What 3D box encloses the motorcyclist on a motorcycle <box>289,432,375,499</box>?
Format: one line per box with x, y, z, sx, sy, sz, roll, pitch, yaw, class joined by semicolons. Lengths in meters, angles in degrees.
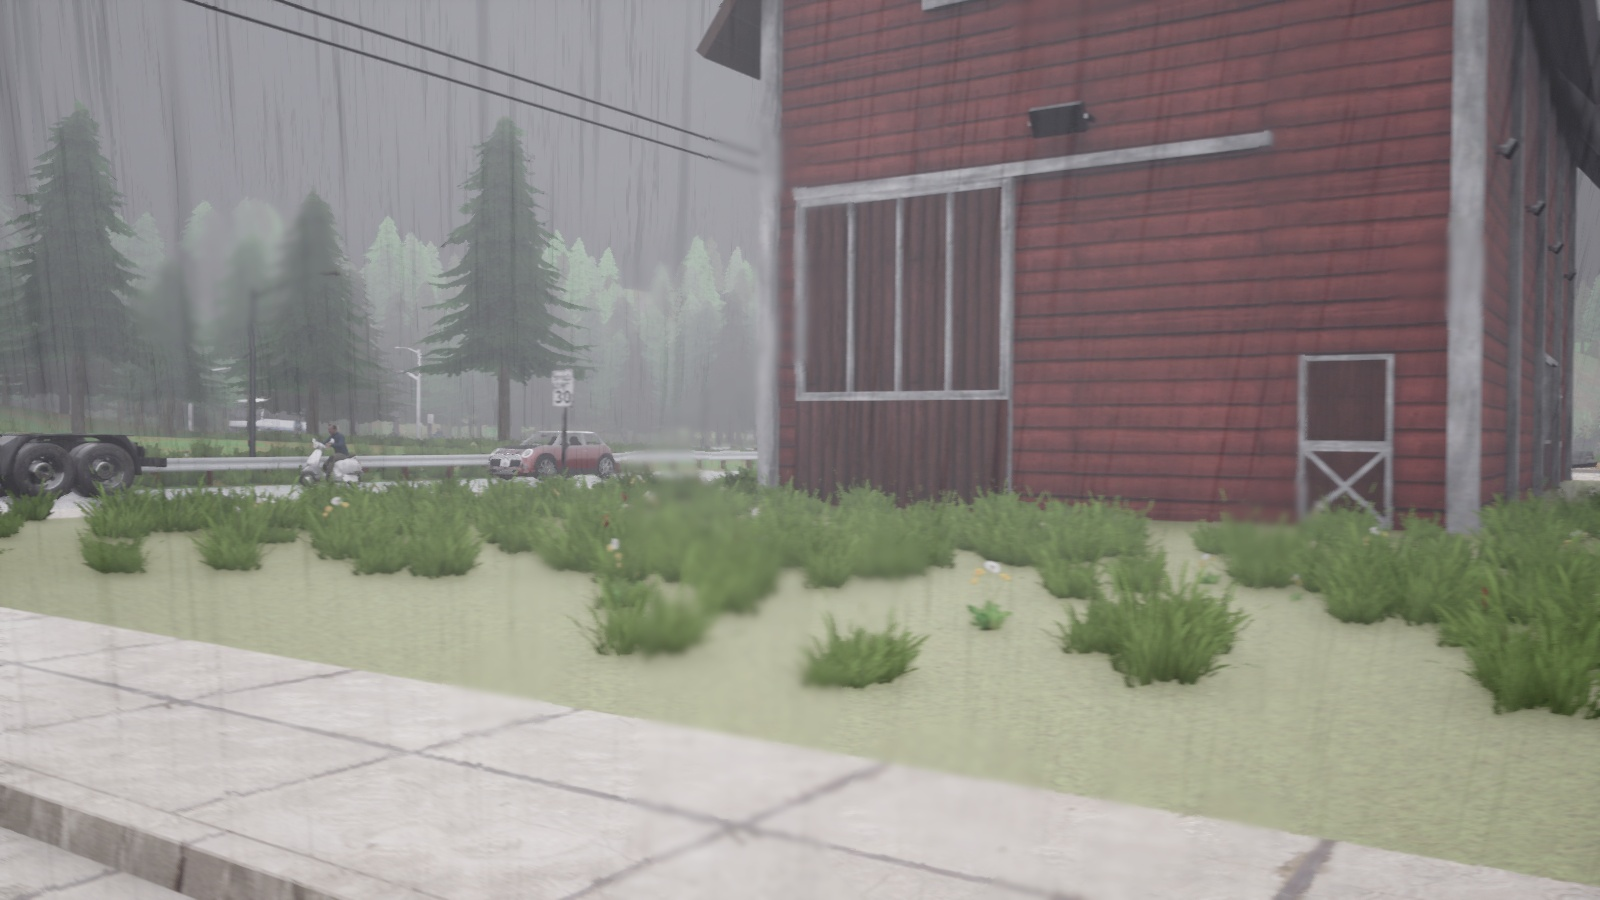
-11.622;0.364;31.248;0.866;1.590;1.817;0;1;35;motorcyclist on a motorcycle

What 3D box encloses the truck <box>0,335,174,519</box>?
-16.639;-0.427;23.980;2.891;3.462;7.936;0;1;35;truck

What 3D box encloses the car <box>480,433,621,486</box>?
-7.365;0.253;37.416;1.970;1.475;3.806;0;1;35;car

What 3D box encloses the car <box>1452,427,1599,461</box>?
31.256;-0.273;54.158;5.357;1.411;2.033;0;1;34;car
